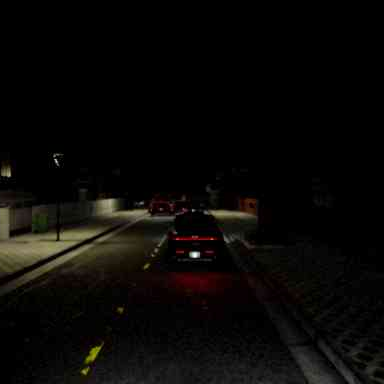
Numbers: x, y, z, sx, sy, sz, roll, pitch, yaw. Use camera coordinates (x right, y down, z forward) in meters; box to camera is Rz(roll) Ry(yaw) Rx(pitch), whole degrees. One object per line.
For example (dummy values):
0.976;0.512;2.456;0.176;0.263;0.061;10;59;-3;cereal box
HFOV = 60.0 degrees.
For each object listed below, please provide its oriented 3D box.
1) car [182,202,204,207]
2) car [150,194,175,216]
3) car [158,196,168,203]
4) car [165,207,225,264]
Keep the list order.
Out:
0.100;1.564;29.591;2.033;1.411;5.357;0;0;0;car
-2.896;1.239;33.431;2.150;2.045;5.566;0;0;-1;car
-6.435;1.620;74.104;1.895;1.301;4.718;0;0;-9;car
0.092;1.514;11.887;1.837;1.490;4.892;0;0;0;car
